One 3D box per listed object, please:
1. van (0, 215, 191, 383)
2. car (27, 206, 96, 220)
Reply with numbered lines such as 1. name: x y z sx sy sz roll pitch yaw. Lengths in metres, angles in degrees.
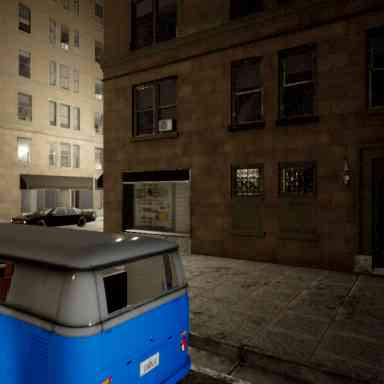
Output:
1. van: -1.937 1.341 4.067 3.998 1.788 1.690 0 0 33
2. car: -8.757 1.627 21.480 2.033 1.411 5.357 0 0 33
